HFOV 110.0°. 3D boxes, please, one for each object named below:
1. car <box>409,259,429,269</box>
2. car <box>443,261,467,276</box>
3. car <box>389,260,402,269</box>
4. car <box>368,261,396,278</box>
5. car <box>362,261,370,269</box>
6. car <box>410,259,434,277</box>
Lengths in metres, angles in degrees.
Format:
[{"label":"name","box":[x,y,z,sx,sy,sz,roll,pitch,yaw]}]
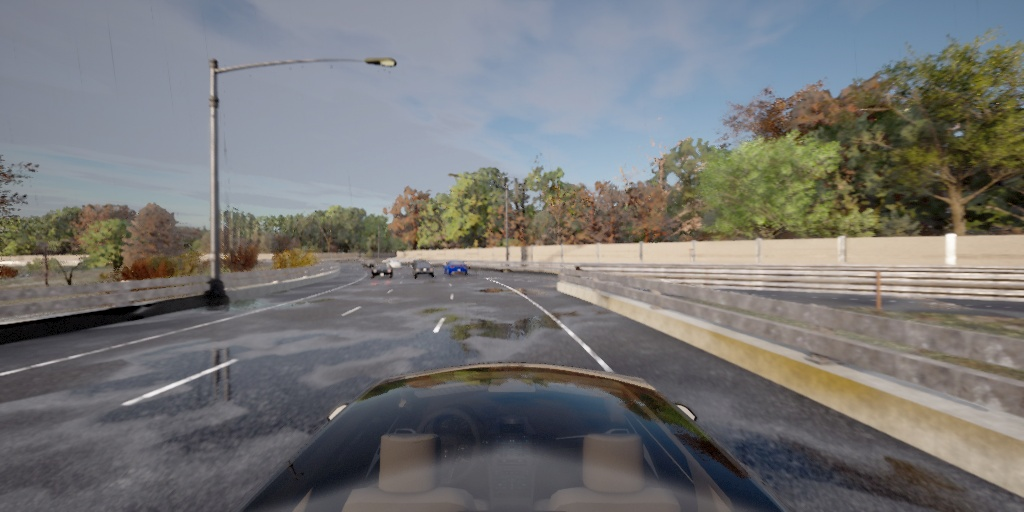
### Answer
[{"label":"car","box":[-15.064,1.280,57.751,1.837,1.490,4.892,0,0,-30]},{"label":"car","box":[-6.001,1.220,37.613,1.882,1.535,5.008,0,0,-18]},{"label":"car","box":[-19.151,1.326,57.795,1.812,1.442,4.674,0,0,-31]},{"label":"car","box":[-12.376,1.388,34.383,1.895,1.301,4.718,0,0,-18]},{"label":"car","box":[-22.568,1.424,56.867,1.895,1.301,4.718,0,0,-32]},{"label":"car","box":[-8.761,1.310,35.125,2.033,1.411,5.357,0,0,-18]}]
